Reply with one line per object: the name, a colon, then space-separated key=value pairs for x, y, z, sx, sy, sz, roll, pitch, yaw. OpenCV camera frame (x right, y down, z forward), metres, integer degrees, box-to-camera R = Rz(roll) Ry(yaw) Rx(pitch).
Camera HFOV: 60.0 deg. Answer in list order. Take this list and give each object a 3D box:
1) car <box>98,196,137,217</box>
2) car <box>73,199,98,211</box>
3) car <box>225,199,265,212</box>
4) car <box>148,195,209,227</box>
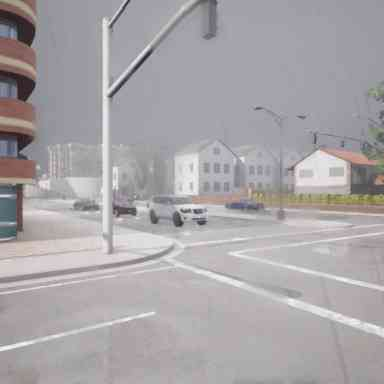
car: x=-7.013 y=1.476 z=32.010 sx=1.882 sy=1.535 sz=5.008 roll=0 pitch=0 yaw=-34
car: x=-13.053 y=1.547 z=40.772 sx=2.033 sy=1.411 sz=5.357 roll=0 pitch=0 yaw=-35
car: x=6.203 y=1.547 z=39.608 sx=2.033 sy=1.411 sz=5.357 roll=0 pitch=0 yaw=-35
car: x=-1.110 y=1.221 z=23.468 sx=2.150 sy=2.045 sz=5.566 roll=0 pitch=0 yaw=-35
